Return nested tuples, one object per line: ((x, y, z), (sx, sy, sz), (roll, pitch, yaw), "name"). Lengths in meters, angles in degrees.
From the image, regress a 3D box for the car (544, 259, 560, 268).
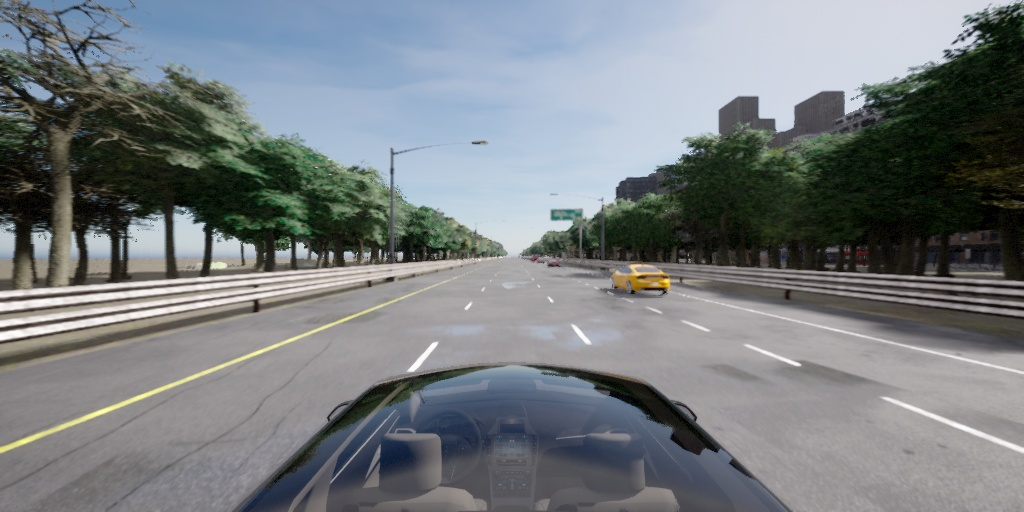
((7.221, 1.272, 62.998), (1.812, 1.442, 4.674), (0, 0, 0), "car")

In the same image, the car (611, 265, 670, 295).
((7.022, 1.236, 20.084), (1.882, 1.535, 5.008), (0, 0, 0), "car")
